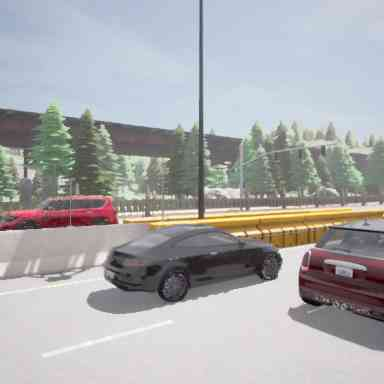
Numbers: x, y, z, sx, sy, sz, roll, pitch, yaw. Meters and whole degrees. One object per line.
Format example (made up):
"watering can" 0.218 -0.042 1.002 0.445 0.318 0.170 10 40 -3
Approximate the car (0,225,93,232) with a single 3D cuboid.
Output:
"car" -6.453 1.222 16.530 5.566 2.045 2.150 0 0 -35

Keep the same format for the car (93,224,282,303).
"car" 0.190 1.524 8.184 4.674 1.442 1.812 0 0 -36

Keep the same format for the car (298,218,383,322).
"car" 4.269 1.350 6.801 4.553 1.767 2.097 0 0 -36
